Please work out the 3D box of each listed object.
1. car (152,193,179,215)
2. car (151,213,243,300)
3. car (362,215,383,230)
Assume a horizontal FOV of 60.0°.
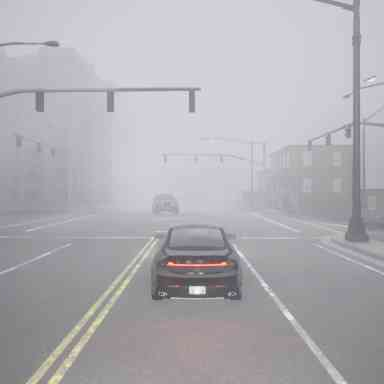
[{"bbox_3d":[-2.824,1.164,33.427,2.150,2.045,5.566,-1,0,-12],"label":"car"},{"bbox_3d":[0.095,1.505,8.353,1.837,1.490,4.892,0,0,0],"label":"car"},{"bbox_3d":[16.051,2.655,28.237,4.181,1.385,1.994,8,0,0],"label":"car"}]
